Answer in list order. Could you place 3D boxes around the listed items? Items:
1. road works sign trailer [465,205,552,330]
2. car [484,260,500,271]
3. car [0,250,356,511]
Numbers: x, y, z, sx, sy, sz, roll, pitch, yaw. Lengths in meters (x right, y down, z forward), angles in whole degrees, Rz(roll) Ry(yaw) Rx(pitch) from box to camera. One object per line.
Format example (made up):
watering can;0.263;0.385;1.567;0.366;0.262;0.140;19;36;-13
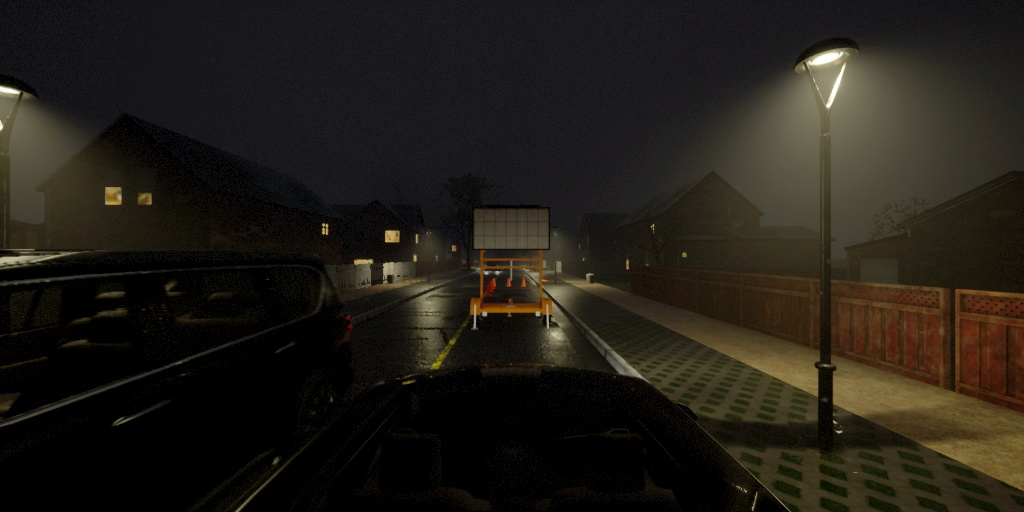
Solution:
road works sign trailer;-0.021;0.221;11.192;2.380;3.560;2.880;0;0;0
car;-2.872;1.299;52.148;2.097;1.767;4.553;0;0;0
car;-2.849;0.971;1.867;2.150;2.045;5.566;0;0;0
